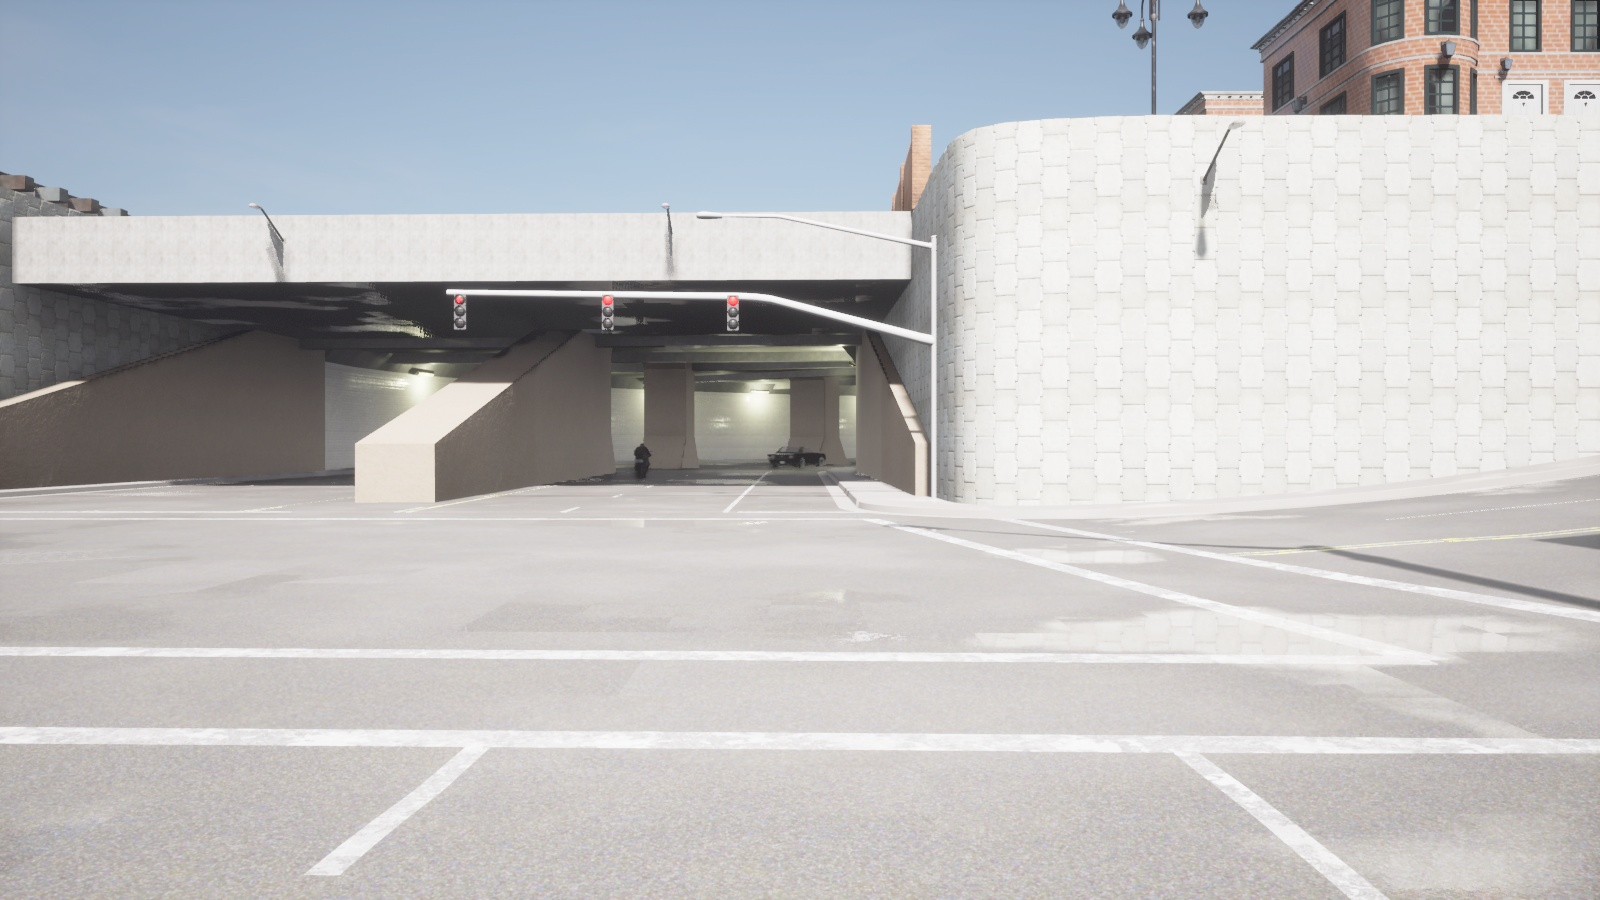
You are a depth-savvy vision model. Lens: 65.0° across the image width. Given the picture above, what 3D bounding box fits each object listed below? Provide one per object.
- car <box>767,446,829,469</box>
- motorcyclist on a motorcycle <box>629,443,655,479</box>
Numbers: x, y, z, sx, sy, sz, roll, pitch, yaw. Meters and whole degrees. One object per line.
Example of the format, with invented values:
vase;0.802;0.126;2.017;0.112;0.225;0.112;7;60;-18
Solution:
car;-0.074;0.418;75.926;1.895;1.301;4.718;0;0;25
motorcyclist on a motorcycle;-6.887;0.466;54.915;0.866;1.530;2.191;0;0;0
